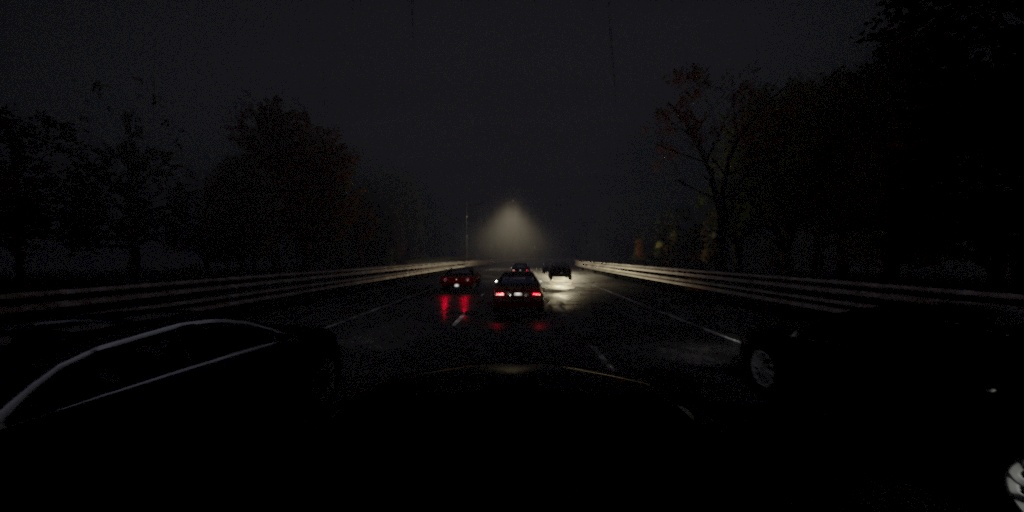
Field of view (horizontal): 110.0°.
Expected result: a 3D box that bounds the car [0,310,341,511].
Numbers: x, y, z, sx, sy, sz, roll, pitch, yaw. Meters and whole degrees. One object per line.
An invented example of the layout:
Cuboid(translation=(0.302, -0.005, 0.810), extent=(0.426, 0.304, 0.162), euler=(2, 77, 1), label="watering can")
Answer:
Cuboid(translation=(-3.378, 1.242, 3.244), extent=(2.128, 1.511, 4.902), euler=(0, 0, 0), label="car")

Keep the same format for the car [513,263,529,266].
Cuboid(translation=(0.849, 1.345, 33.892), extent=(2.033, 1.411, 5.357), euler=(0, 0, 2), label="car")

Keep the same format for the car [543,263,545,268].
Cuboid(translation=(4.894, 1.389, 45.562), extent=(1.994, 1.385, 4.181), euler=(0, 0, 4), label="car")

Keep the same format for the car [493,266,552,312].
Cuboid(translation=(0.245, 1.314, 14.379), extent=(2.033, 1.411, 5.357), euler=(0, 0, 1), label="car")

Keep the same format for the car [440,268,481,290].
Cuboid(translation=(-3.062, 1.377, 22.509), extent=(1.895, 1.301, 4.718), euler=(0, 0, 2), label="car")

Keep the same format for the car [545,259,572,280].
Cuboid(translation=(4.277, 1.275, 32.552), extent=(1.882, 1.535, 5.008), euler=(0, 0, 3), label="car")

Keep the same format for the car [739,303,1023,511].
Cuboid(translation=(4.553, 1.260, 3.780), extent=(1.837, 1.490, 4.892), euler=(0, 0, 0), label="car")
